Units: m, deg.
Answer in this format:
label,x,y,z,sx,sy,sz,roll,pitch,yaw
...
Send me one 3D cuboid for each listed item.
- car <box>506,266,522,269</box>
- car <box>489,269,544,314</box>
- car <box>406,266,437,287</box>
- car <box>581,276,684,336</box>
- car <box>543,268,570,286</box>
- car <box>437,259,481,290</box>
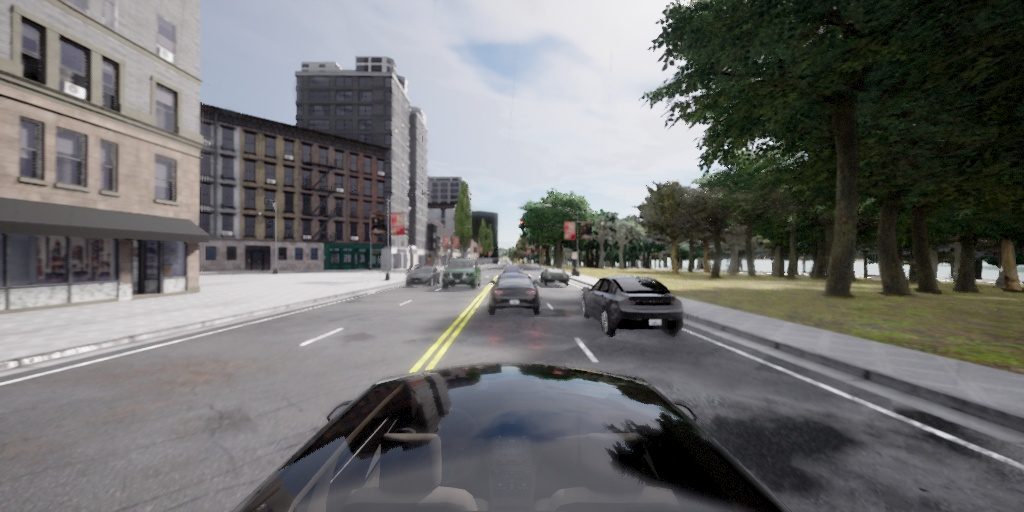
label,x,y,z,sx,sy,sz,roll,pitch,yaw
car,0.082,1.631,32.997,1.994,1.385,4.181,0,-1,0
car,0.091,1.405,14.375,1.812,1.442,4.674,0,0,0
car,-6.600,1.514,27.187,1.837,1.490,4.892,0,-1,0
car,3.345,1.347,10.788,1.837,1.490,4.892,0,-1,0
car,3.336,1.625,28.689,1.895,1.301,4.718,0,-1,0
car,-3.356,1.207,24.832,2.150,2.045,5.566,0,-1,0
